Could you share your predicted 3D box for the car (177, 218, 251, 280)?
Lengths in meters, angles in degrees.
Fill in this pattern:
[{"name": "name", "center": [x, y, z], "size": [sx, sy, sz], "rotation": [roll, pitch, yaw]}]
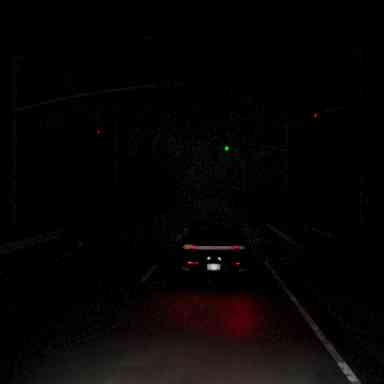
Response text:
[{"name": "car", "center": [0.685, 1.526, 10.093], "size": [2.128, 1.511, 4.902], "rotation": [0, 0, 4]}]
